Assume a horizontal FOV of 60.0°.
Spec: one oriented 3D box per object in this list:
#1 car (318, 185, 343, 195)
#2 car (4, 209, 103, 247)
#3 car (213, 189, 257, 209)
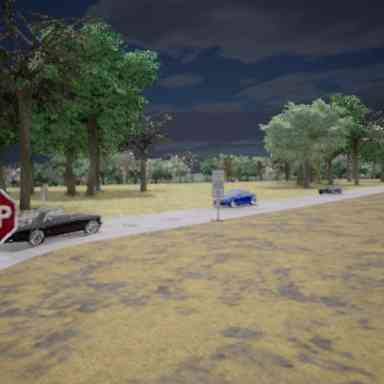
[{"bbox_3d":[19.231,-0.264,46.222,1.895,1.301,4.718,1,3,42],"label":"car"},{"bbox_3d":[-6.015,1.367,14.167,1.895,1.301,4.718,0,2,28],"label":"car"},{"bbox_3d":[3.823,0.554,29.352,1.882,1.535,5.008,1,3,42],"label":"car"}]
